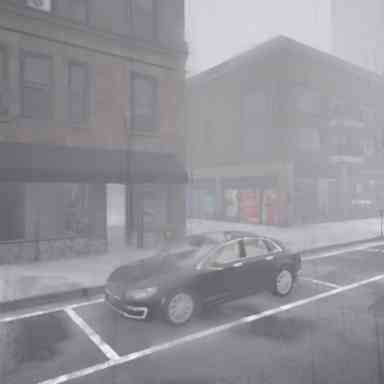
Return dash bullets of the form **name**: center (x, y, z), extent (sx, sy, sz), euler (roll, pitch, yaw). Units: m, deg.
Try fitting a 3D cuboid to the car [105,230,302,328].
- **car**: center (0.435, 1.520, 6.839), extent (4.403, 1.369, 2.008), euler (-1, 0, -35)
